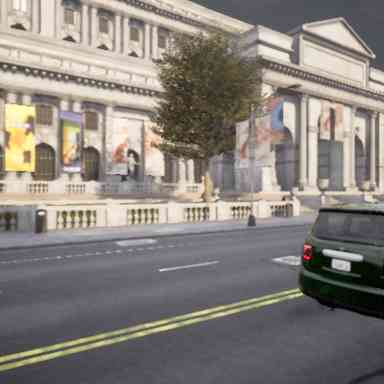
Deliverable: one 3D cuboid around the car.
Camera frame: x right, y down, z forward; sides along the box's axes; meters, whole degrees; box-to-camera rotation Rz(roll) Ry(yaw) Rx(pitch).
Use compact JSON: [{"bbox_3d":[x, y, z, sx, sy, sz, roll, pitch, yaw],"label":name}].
[{"bbox_3d":[4.526,1.223,6.585,5.566,2.045,2.150,0,0,-33],"label":"car"}]
